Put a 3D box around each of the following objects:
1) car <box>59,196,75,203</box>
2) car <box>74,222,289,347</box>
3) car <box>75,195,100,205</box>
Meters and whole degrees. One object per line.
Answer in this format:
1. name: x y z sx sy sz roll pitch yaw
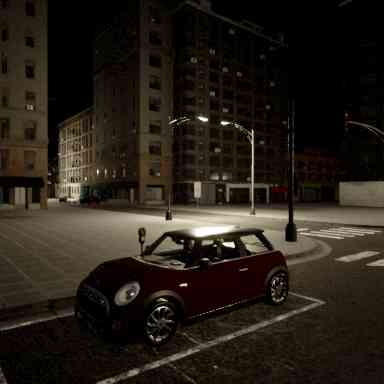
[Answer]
1. car: -22.162 1.273 59.253 1.895 1.301 4.718 0 0 -39
2. car: -0.043 1.440 6.273 4.097 1.590 1.967 0 0 -38
3. car: -15.680 1.221 50.952 2.128 1.511 4.902 0 0 -38
